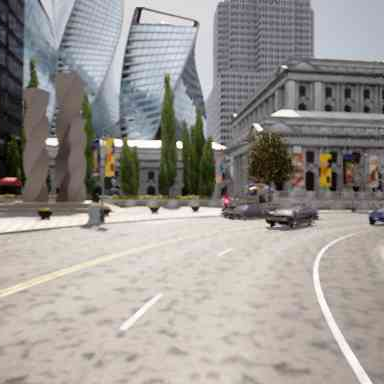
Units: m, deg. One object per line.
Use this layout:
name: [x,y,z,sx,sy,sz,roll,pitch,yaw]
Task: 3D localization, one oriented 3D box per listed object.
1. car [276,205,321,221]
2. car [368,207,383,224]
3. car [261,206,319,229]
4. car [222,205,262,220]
car: [10.273,1.998,32.021,4.181,1.385,1.994,1,-1,-34]
car: [16.424,1.947,27.478,4.674,1.442,1.812,1,-1,-33]
car: [7.437,1.934,24.792,1.895,1.301,4.718,0,-1,43]
car: [5.434,1.960,32.843,5.357,1.411,2.033,1,-1,-40]
